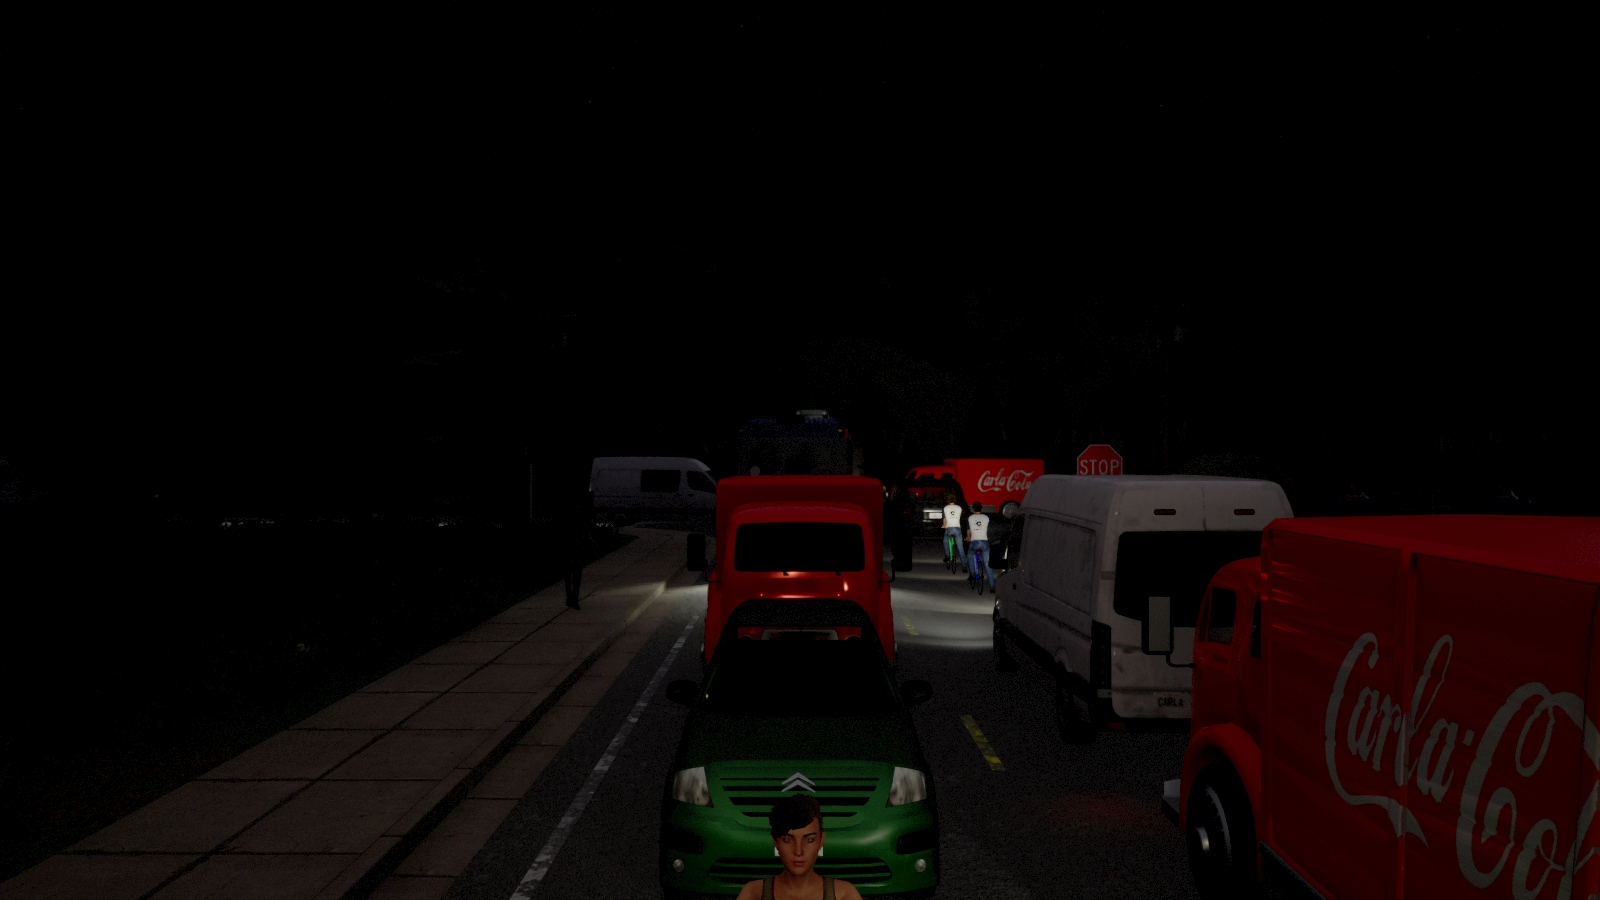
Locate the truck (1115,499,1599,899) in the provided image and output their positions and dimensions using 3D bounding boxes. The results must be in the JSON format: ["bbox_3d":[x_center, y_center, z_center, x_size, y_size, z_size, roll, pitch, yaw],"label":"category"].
[{"bbox_3d":[3.501,1.572,5.334,2.627,2.467,5.204,0,0,0],"label":"truck"}]

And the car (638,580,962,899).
[{"bbox_3d":[-0.002,2.006,8.512,1.851,1.617,3.988,0,0,0],"label":"car"}]

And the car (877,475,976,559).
[{"bbox_3d":[3.474,1.801,32.514,2.150,2.045,5.566,0,0,-1],"label":"car"}]

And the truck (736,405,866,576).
[{"bbox_3d":[0.143,0.908,29.794,2.891,3.827,8.468,0,0,2],"label":"truck"}]

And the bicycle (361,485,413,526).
[{"bbox_3d":[-15.249,2.051,42.203,1.835,1.471,0.329,0,0,3],"label":"bicycle"}]

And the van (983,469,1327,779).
[{"bbox_3d":[3.517,1.543,12.749,1.988,2.561,5.915,0,0,0],"label":"van"}]

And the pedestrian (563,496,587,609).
[{"bbox_3d":[-3.769,1.706,19.120,0.375,1.860,0.375,0,0,-13],"label":"pedestrian"}]

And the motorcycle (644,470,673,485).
[{"bbox_3d":[-11.437,2.224,92.282,2.209,1.251,0.867,0,0,6],"label":"motorcycle"}]

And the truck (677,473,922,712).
[{"bbox_3d":[-0.012,1.578,14.852,2.627,2.467,5.204,0,0,0],"label":"truck"}]

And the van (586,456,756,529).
[{"bbox_3d":[-4.640,1.527,41.702,5.915,2.561,1.988,0,0,3],"label":"van"}]

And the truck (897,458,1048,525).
[{"bbox_3d":[6.601,1.561,44.125,5.204,2.467,2.627,0,0,-9],"label":"truck"}]
